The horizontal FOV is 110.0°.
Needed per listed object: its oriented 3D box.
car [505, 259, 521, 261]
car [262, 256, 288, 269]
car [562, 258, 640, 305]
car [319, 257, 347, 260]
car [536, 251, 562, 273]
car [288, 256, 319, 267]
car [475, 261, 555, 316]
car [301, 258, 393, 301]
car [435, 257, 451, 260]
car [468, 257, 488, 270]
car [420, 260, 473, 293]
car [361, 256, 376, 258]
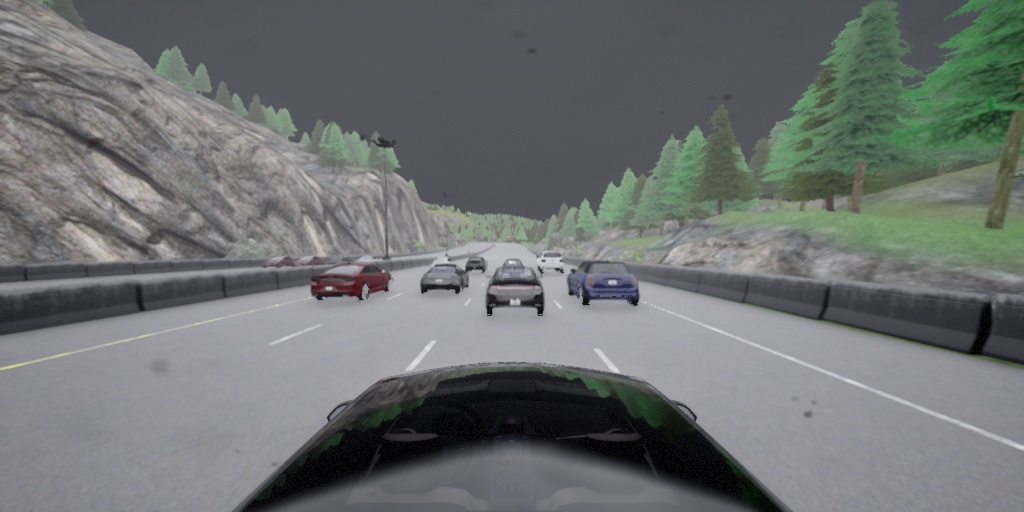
[{"bbox_3d":[0.090,0.930,30.038,2.033,1.411,5.357,0,1,0],"label":"car"},{"bbox_3d":[-28.084,0.730,43.574,1.812,1.442,4.674,0,0,0],"label":"car"},{"bbox_3d":[3.595,0.931,14.935,2.097,1.767,4.553,0,1,0],"label":"car"},{"bbox_3d":[-21.091,0.768,43.711,1.994,1.385,4.181,0,1,0],"label":"car"},{"bbox_3d":[3.589,0.549,34.249,2.150,2.045,5.566,0,1,0],"label":"car"},{"bbox_3d":[-24.587,0.730,43.596,1.812,1.442,4.674,0,1,0],"label":"car"},{"bbox_3d":[0.096,1.098,12.665,2.128,1.511,4.902,0,1,0],"label":"car"},{"bbox_3d":[-6.905,1.042,16.003,1.882,1.535,5.008,0,1,0],"label":"car"},{"bbox_3d":[-6.912,0.831,35.933,1.812,1.442,4.674,0,1,0],"label":"car"},{"bbox_3d":[-3.412,0.822,35.018,1.837,1.490,4.892,0,1,0],"label":"car"},{"bbox_3d":[-3.406,1.092,18.748,1.994,1.385,4.181,0,1,0],"label":"car"},{"bbox_3d":[-17.594,0.731,43.599,1.812,1.442,4.674,0,1,0],"label":"car"}]
